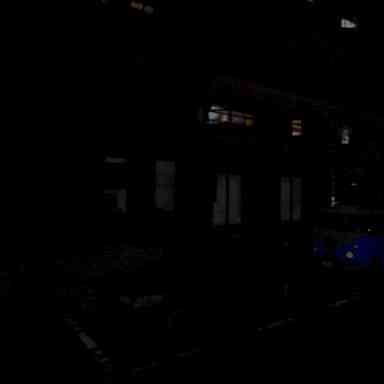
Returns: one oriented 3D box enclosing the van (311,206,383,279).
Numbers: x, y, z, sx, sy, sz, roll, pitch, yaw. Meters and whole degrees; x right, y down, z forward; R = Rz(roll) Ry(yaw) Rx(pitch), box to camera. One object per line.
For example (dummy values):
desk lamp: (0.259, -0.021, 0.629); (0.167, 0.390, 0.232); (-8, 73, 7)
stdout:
van: (5.148, 1.311, 9.615); (3.998, 1.788, 1.690); (0, 1, -35)

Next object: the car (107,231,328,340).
car: (0.508, 1.554, 6.408); (4.206, 1.307, 1.802); (0, 1, -35)
